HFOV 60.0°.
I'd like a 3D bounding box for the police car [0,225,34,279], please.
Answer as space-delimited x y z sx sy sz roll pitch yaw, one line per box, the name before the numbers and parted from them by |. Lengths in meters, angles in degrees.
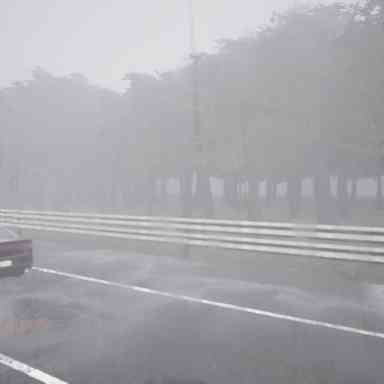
police car | -6.486 1.464 9.094 5.238 1.638 1.930 0 0 32
